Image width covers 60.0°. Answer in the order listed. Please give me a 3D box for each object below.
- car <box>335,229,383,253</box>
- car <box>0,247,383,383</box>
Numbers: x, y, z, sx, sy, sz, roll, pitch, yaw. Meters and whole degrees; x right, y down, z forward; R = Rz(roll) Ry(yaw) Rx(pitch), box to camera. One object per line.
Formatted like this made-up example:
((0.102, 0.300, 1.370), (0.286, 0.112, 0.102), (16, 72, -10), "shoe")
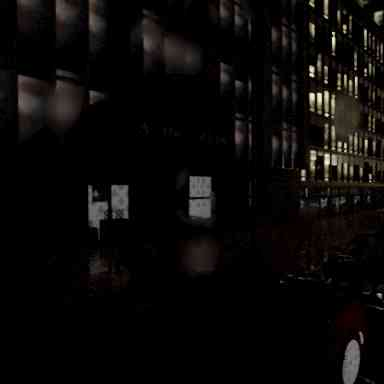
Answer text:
((4.368, 1.546, 7.373), (4.403, 1.369, 2.008), (0, -1, -44), "car")
((0.270, 1.544, 3.435), (4.507, 1.381, 1.887), (0, -1, -44), "car")
